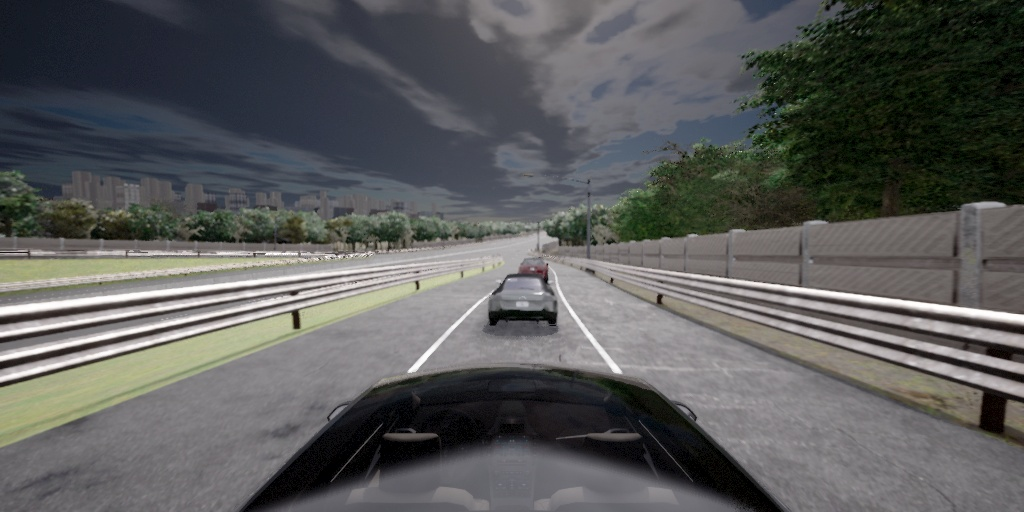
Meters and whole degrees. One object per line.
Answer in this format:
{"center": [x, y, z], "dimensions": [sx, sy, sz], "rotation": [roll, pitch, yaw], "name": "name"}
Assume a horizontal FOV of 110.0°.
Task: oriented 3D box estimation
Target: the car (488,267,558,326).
{"center": [0.386, 1.232, 11.449], "dimensions": [1.994, 1.385, 4.181], "rotation": [0, 0, 3], "name": "car"}

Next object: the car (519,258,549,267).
{"center": [1.627, 0.898, 26.579], "dimensions": [2.097, 1.767, 4.553], "rotation": [1, 0, 6], "name": "car"}
